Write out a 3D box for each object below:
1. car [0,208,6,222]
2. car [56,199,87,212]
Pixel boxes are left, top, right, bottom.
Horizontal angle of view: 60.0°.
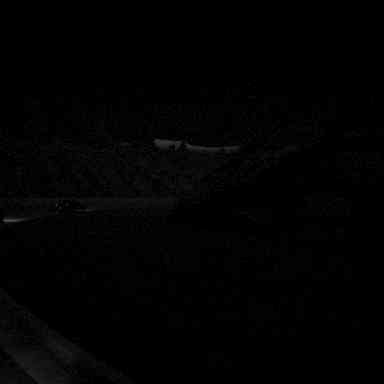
[{"bbox_3d":[-14.725,1.555,23.400,1.812,1.442,4.674,0,0,-13],"label":"car"},{"bbox_3d":[-14.671,1.635,40.462,1.812,1.442,4.674,0,0,11],"label":"car"}]
